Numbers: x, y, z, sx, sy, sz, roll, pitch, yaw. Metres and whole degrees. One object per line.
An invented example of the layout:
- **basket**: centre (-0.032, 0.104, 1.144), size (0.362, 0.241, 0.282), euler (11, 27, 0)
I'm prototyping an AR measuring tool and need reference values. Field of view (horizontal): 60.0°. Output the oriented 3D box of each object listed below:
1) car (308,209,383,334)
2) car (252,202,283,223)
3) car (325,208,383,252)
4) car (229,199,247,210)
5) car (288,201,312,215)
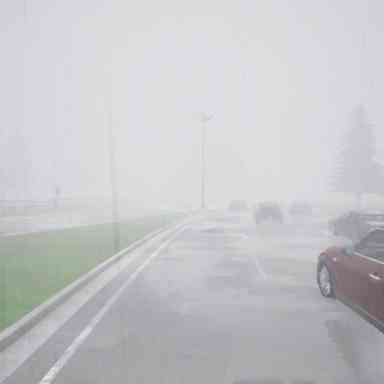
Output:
- **car**: centre (3.773, 1.352, 5.536), size (2.097, 1.767, 4.553), euler (0, 0, 2)
- **car**: centre (5.703, 1.504, 25.150), size (1.837, 1.490, 4.892), euler (0, 0, 8)
- **car**: centre (7.891, 1.547, 15.188), size (2.033, 1.411, 5.357), euler (0, 0, 6)
- **car**: centre (5.842, 1.562, 42.371), size (1.994, 1.385, 4.181), euler (0, 0, 14)
- **car**: centre (10.855, 1.562, 33.519), size (1.994, 1.385, 4.181), euler (0, 0, 13)
